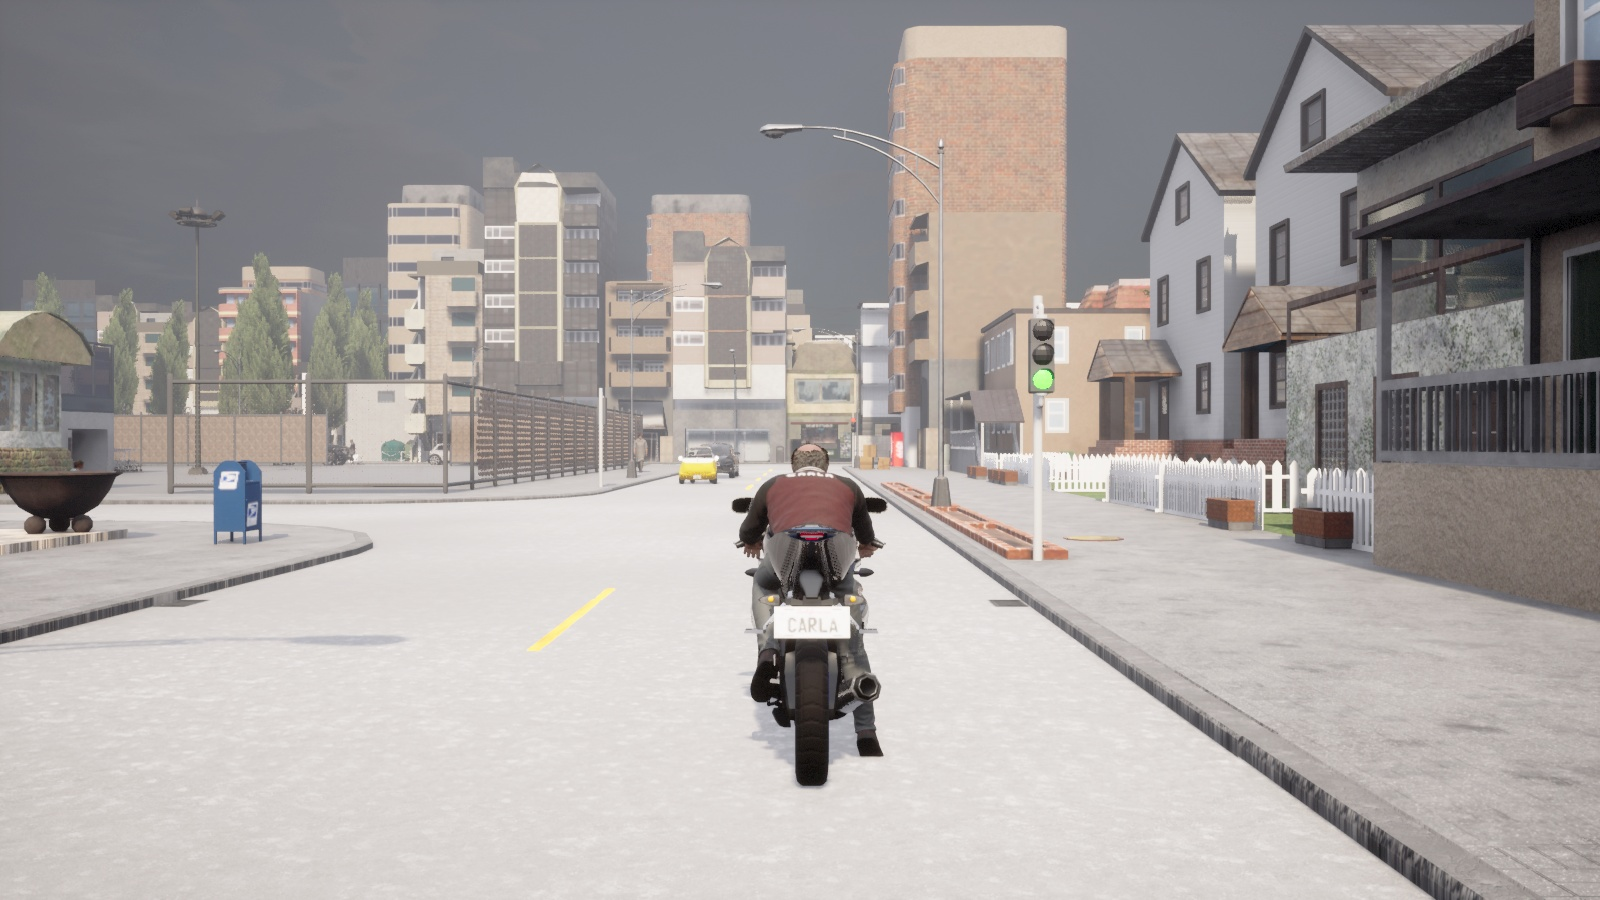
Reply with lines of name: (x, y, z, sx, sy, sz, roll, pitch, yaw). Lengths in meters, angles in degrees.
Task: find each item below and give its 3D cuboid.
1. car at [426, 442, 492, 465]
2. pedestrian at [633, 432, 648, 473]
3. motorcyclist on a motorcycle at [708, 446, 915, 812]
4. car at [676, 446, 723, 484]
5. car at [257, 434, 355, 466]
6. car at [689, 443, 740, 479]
car: (-22.269, 0.230, 82.157, 3.806, 1.475, 1.970, 0, 0, 1)
pedestrian: (-7.533, 0.116, 59.266, 0.659, 1.952, 0.873, 0, 0, -4)
motorcyclist on a motorcycle: (0.050, 0.746, 6.352, 0.866, 1.530, 2.191, 0, 0, 0)
car: (-3.681, 0.537, 46.247, 1.481, 1.376, 2.207, 0, 0, 1)
car: (-32.279, -0.025, 82.213, 5.566, 2.045, 2.150, 0, 0, 1)
car: (-3.660, 0.441, 54.512, 1.837, 1.490, 4.892, 0, 0, 1)
